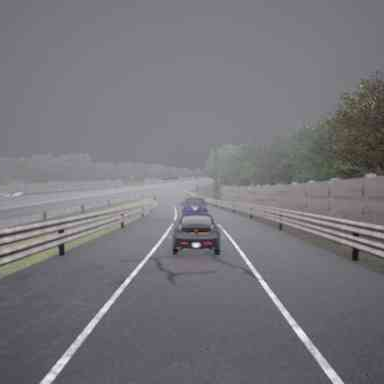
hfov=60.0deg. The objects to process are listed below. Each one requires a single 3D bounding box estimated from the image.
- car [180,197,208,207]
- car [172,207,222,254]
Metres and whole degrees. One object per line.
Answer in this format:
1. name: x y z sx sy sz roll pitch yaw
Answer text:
1. car: 0.193 1.475 29.007 2.150 2.045 5.566 0 0 -1
2. car: 0.199 1.638 14.194 1.837 1.490 4.892 0 0 1
